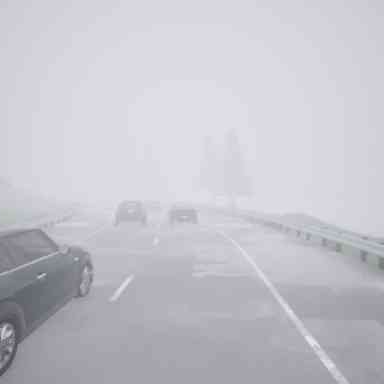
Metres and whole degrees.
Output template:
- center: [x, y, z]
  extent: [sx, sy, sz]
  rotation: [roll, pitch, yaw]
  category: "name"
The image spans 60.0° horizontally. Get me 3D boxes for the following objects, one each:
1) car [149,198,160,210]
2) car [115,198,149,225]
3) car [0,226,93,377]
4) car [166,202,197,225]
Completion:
- center: [-5.322, 1.497, 41.751]
  extent: [2.163, 1.488, 4.792]
  rotation: [0, 0, -20]
  category: "car"
- center: [-4.344, 1.347, 24.064]
  extent: [2.097, 1.767, 4.553]
  rotation: [0, 0, -8]
  category: "car"
- center: [-3.291, 1.347, 5.641]
  extent: [2.097, 1.767, 4.553]
  rotation: [0, 0, 1]
  category: "car"
- center: [-0.841, 1.477, 24.348]
  extent: [1.882, 1.535, 5.008]
  rotation: [0, 0, -8]
  category: "car"
